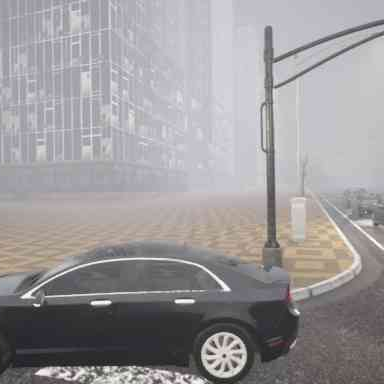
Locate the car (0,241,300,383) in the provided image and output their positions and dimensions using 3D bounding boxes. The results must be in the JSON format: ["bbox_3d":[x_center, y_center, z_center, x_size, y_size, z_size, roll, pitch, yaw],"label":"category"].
[{"bbox_3d":[-1.014,1.505,4.751,4.892,1.490,1.837,0,0,0],"label":"car"}]

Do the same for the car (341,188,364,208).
[{"bbox_3d":[13.188,0.454,26.701,2.128,1.511,4.902,-1,2,18],"label":"car"}]

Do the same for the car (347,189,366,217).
[{"bbox_3d":[11.175,0.760,20.643,1.994,1.385,4.181,-1,2,17],"label":"car"}]

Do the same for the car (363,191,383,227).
[{"bbox_3d":[9.106,0.929,14.355,2.128,1.511,4.902,-1,2,18],"label":"car"}]
